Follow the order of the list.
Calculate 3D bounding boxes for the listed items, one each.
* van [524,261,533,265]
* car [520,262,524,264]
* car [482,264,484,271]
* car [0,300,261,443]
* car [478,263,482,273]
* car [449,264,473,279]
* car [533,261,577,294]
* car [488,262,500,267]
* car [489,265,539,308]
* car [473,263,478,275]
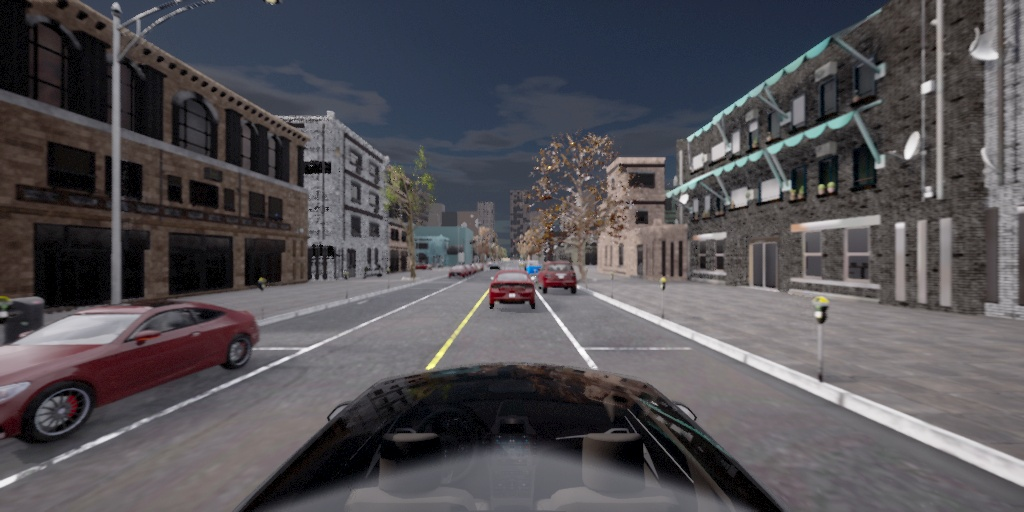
[{"bbox_3d":[2.695,1.495,44.105,1.690,1.789,3.998,0,0,0],"label":"van"},{"bbox_3d":[2.695,1.825,55.192,1.948,1.339,4.313,0,0,0],"label":"car"},{"bbox_3d":[-5.687,1.785,55.022,1.751,1.417,4.829,0,0,0],"label":"car"},{"bbox_3d":[-5.686,1.366,5.298,1.802,1.307,4.207,0,0,0],"label":"car"},{"bbox_3d":[-5.686,1.752,49.649,1.888,1.381,4.507,0,0,0],"label":"car"},{"bbox_3d":[-5.686,1.647,38.561,1.888,1.381,4.507,0,0,0],"label":"car"},{"bbox_3d":[2.695,1.258,21.929,2.192,1.841,5.009,0,0,0],"label":"car"},{"bbox_3d":[-3.015,1.940,63.656,1.895,1.301,4.718,0,-1,0],"label":"car"},{"bbox_3d":[0.030,1.365,16.114,1.882,1.535,5.008,0,0,1],"label":"car"},{"bbox_3d":[-5.687,1.699,44.105,1.888,1.381,4.507,0,0,0],"label":"car"}]
